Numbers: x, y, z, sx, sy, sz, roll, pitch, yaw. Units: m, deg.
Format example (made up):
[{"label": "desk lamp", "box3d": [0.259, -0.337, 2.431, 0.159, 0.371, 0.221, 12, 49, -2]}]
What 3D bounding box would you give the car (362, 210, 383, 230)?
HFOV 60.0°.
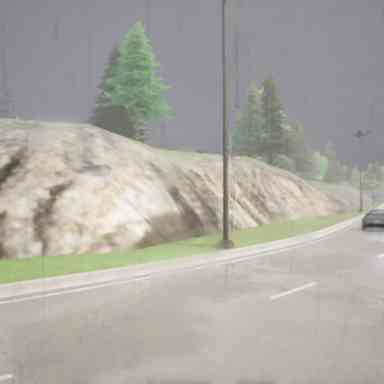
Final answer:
[{"label": "car", "box3d": [13.653, 1.983, 24.220, 1.994, 1.385, 4.181, -1, -1, 34]}]
